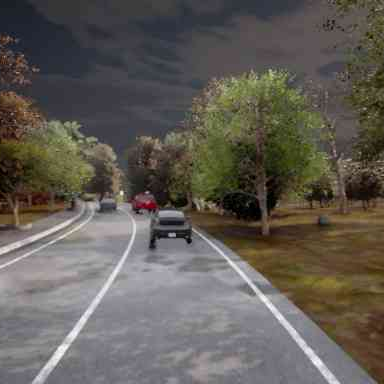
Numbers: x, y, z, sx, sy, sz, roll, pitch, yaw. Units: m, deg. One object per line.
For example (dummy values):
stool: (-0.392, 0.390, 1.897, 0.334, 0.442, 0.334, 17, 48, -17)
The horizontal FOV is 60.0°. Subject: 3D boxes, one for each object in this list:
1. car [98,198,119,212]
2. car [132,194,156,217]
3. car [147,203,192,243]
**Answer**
car: (-9.614, 1.456, 38.173, 1.837, 1.490, 4.892, 1, 0, -16)
car: (-5.215, 1.240, 36.181, 2.150, 2.045, 5.566, 1, -1, -15)
car: (-1.125, 1.529, 16.181, 1.837, 1.490, 4.892, 1, 0, -7)
